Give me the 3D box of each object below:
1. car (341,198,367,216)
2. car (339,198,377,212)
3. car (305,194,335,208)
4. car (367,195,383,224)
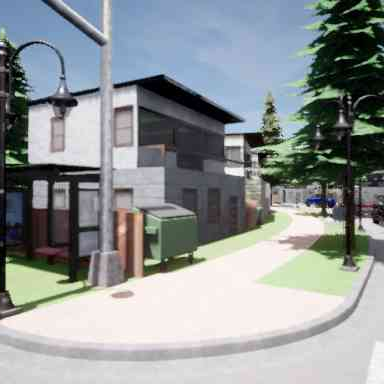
[{"bbox_3d":[15.553,1.377,31.271,2.097,1.767,4.553,0,0,9],"label":"car"},{"bbox_3d":[19.864,1.527,40.113,2.128,1.511,4.902,0,0,0],"label":"car"},{"bbox_3d":[19.255,1.262,50.066,2.150,2.045,5.566,0,0,-9],"label":"car"},{"bbox_3d":[13.324,1.238,21.665,2.150,2.045,5.566,0,0,18],"label":"car"}]
